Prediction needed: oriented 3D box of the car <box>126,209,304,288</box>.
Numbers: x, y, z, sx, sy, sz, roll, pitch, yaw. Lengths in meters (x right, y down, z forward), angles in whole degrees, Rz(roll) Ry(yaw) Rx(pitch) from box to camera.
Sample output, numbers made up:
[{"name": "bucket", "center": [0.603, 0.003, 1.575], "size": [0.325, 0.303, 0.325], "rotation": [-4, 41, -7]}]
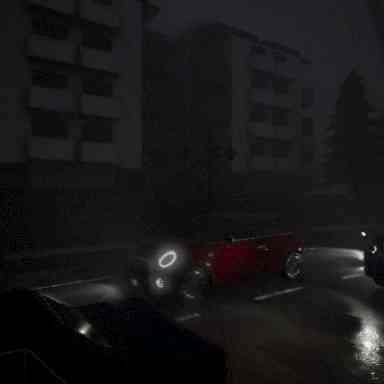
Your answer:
[{"name": "car", "center": [0.654, 1.348, 8.349], "size": [4.553, 1.767, 2.097], "rotation": [0, 0, -33]}]

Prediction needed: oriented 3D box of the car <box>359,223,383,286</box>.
[{"name": "car", "center": [6.593, 1.214, 7.914], "size": [5.566, 2.045, 2.150], "rotation": [0, 0, -29]}]

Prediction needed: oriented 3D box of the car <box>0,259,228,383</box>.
[{"name": "car", "center": [-2.096, 1.602, 2.421], "size": [4.718, 1.301, 1.895], "rotation": [0, 0, -35]}]

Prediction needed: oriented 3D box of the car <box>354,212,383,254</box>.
[{"name": "car", "center": [9.297, 1.536, 13.320], "size": [5.357, 1.411, 2.033], "rotation": [0, 0, -23]}]
